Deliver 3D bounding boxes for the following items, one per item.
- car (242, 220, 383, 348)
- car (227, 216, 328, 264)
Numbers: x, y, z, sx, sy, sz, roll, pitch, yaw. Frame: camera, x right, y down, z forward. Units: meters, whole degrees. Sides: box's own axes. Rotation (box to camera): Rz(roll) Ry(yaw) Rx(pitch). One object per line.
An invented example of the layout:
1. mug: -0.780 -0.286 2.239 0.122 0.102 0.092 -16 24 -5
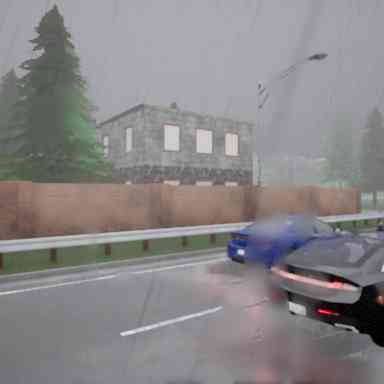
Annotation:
1. car: 3.517 1.494 6.274 4.902 1.511 2.128 0 0 -35
2. car: 3.347 1.480 10.450 5.008 1.535 1.882 0 0 -36
